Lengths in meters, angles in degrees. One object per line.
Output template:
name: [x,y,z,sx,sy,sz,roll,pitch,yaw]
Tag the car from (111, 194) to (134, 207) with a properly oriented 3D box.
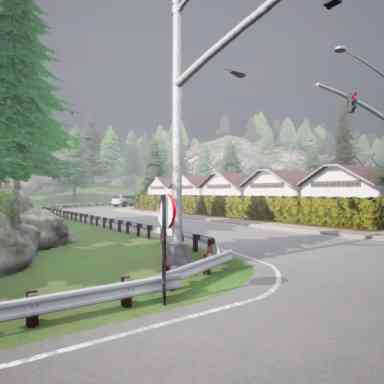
car: [-10.454,1.398,53.907,2.150,2.045,5.566,0,0,36]
